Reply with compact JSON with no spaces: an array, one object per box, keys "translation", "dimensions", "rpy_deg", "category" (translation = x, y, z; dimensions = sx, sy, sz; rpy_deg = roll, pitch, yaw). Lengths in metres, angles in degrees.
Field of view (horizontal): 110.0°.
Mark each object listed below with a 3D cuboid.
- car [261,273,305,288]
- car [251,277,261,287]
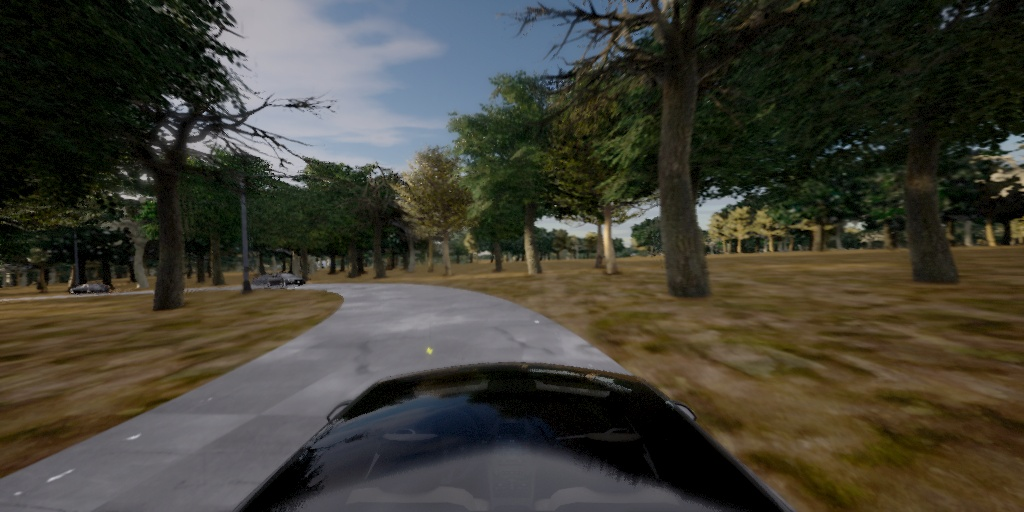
[{"translation":[-23.679,2.518,37.460],"dimensions":[4.892,1.490,1.837],"rpy_deg":[-4,-2,30],"category":"car"},{"translation":[-29.797,2.976,43.836],"dimensions":[4.181,1.385,1.994],"rpy_deg":[-3,-1,20],"category":"car"}]
